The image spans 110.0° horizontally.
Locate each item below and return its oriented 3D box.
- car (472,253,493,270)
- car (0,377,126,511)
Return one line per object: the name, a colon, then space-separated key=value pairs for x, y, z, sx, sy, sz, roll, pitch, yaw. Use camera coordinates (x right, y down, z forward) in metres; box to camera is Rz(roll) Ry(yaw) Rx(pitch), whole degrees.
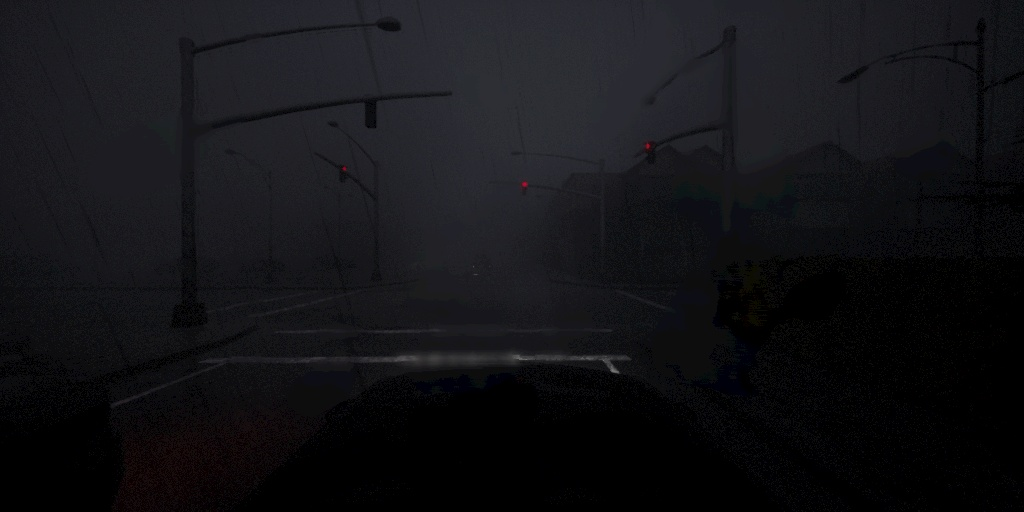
car: x=-3.524 y=0.671 z=43.825 sx=2.150 sy=2.045 sz=5.566 roll=0 pitch=3 yaw=0
car: x=-3.488 y=1.290 z=0.195 sx=1.882 sy=1.535 sz=5.008 roll=0 pitch=2 yaw=0
